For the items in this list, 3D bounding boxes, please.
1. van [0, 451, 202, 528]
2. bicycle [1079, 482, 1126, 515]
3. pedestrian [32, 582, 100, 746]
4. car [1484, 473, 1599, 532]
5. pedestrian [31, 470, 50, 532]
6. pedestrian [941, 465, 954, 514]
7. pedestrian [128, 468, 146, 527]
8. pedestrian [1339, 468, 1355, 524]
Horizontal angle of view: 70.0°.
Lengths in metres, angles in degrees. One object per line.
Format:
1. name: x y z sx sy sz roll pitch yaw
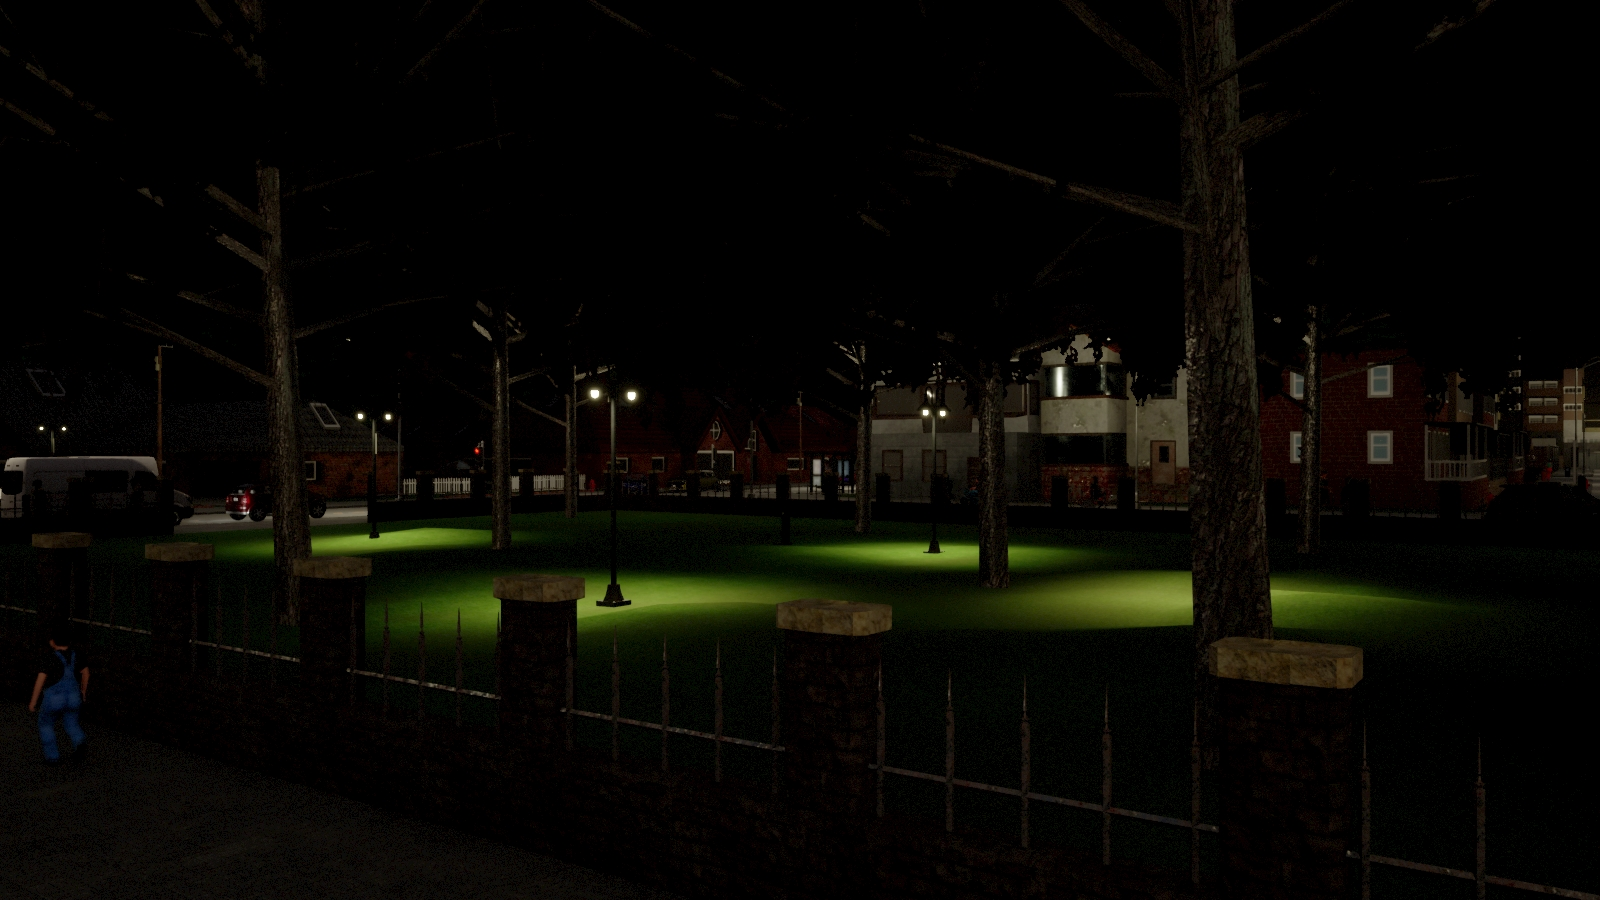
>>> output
1. van: -24.847 1.314 40.778 1.988 2.561 5.915 0 0 36
2. bicycle: 12.219 1.940 46.200 1.835 1.271 0.329 0 0 35
3. pedestrian: -6.248 1.805 9.727 0.375 1.300 0.375 0 0 35
4. car: 25.025 1.686 37.243 4.553 1.767 2.097 0 0 35
5. pedestrian: -22.821 1.525 34.326 0.375 1.860 0.375 0 0 37
6. pedestrian: 5.705 1.524 44.213 0.375 1.860 0.375 0 0 34
7. pedestrian: -21.181 1.525 36.515 0.375 1.860 0.375 0 0 36
8. pedestrian: 18.316 1.525 38.278 0.375 1.860 0.375 0 0 8
